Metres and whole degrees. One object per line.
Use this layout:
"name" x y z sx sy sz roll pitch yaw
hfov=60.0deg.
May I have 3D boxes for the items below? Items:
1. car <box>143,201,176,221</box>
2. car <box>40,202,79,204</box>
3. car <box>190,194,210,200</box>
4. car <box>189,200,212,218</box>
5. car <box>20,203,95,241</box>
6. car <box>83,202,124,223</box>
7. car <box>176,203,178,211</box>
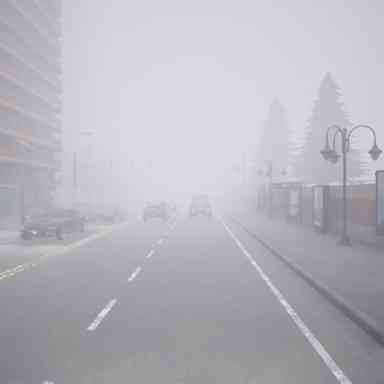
"car" -2.810 1.502 27.254 2.128 1.511 4.902 0 0 1
"car" -10.030 1.503 23.261 2.128 1.511 4.902 0 0 2
"car" 0.968 1.237 39.360 2.150 2.045 5.566 0 0 1
"car" 0.738 1.612 29.623 1.895 1.301 4.718 0 0 1
"car" -6.746 1.511 16.785 1.837 1.490 4.892 0 0 1
"car" -6.452 1.578 25.432 1.812 1.442 4.674 0 0 1
"car" -2.604 1.615 37.380 1.895 1.301 4.718 0 0 2
